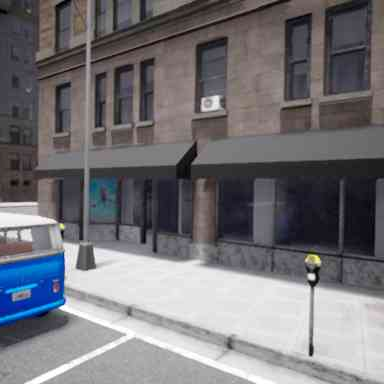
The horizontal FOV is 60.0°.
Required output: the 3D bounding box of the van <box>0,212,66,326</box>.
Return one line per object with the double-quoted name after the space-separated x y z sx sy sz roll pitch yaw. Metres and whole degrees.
-3.971 1.227 5.898 3.998 1.788 1.690 1 1 35 "van"
